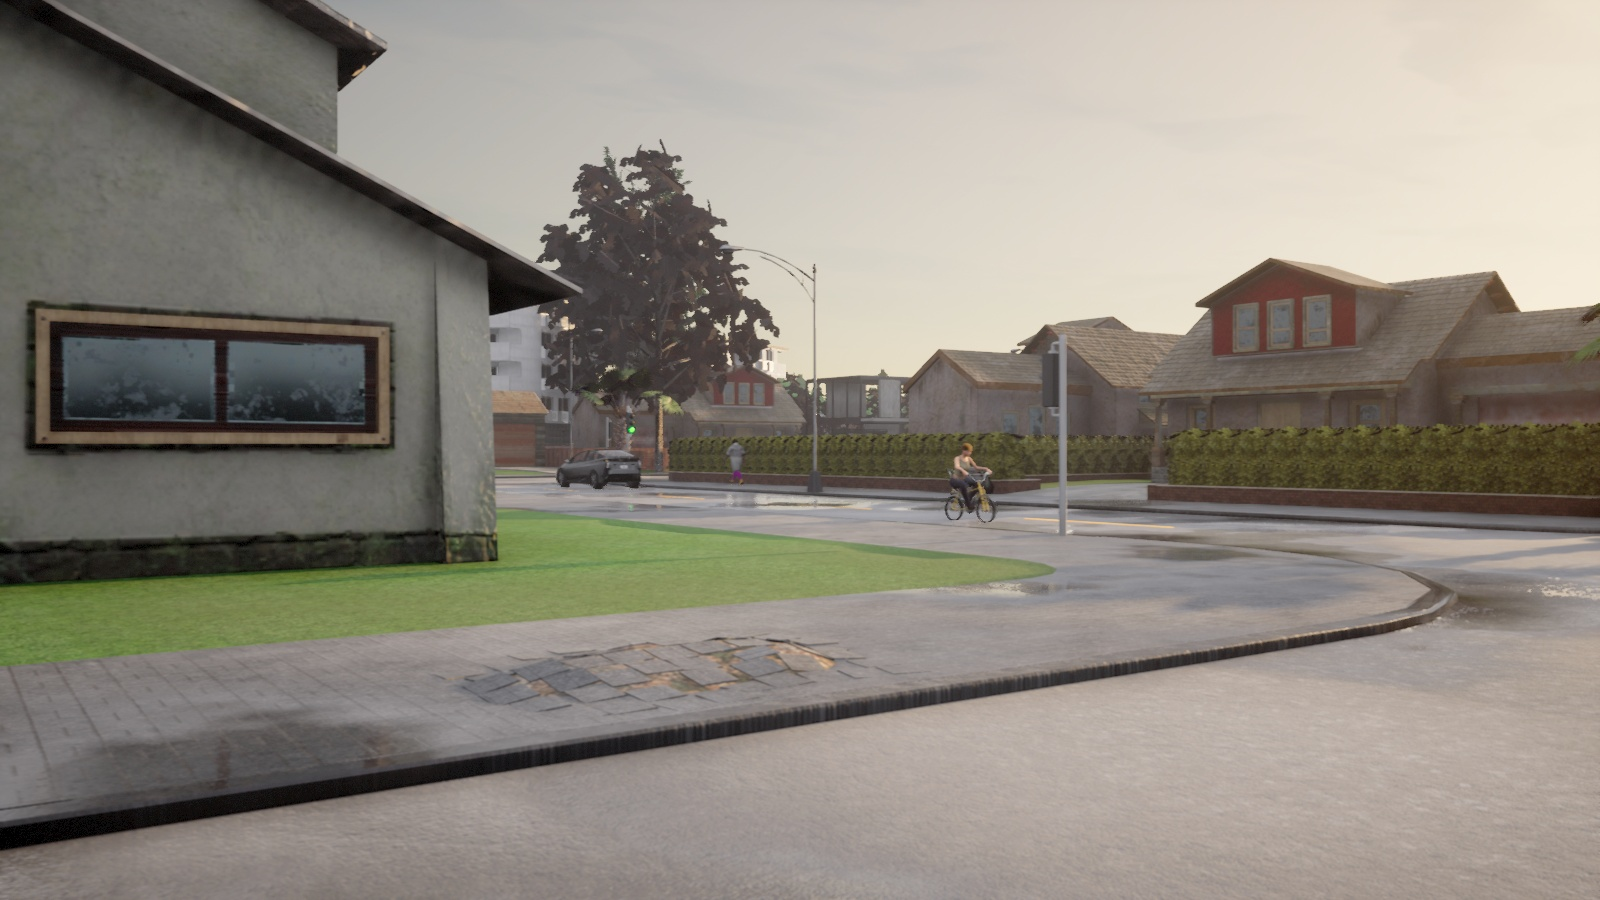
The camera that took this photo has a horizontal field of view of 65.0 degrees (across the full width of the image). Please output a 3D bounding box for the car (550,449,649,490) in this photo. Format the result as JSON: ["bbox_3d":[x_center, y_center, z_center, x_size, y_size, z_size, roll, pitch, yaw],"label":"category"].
[{"bbox_3d":[-7.836,0.724,48.697,2.007,1.525,4.514,0,0,-35],"label":"car"}]

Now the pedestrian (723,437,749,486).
[{"bbox_3d":[-2.563,0.454,49.975,0.659,1.952,0.873,0,0,-36],"label":"pedestrian"}]

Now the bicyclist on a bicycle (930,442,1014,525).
[{"bbox_3d":[3.468,0.652,25.412,0.866,1.612,1.509,0,0,-35],"label":"bicyclist on a bicycle"}]
